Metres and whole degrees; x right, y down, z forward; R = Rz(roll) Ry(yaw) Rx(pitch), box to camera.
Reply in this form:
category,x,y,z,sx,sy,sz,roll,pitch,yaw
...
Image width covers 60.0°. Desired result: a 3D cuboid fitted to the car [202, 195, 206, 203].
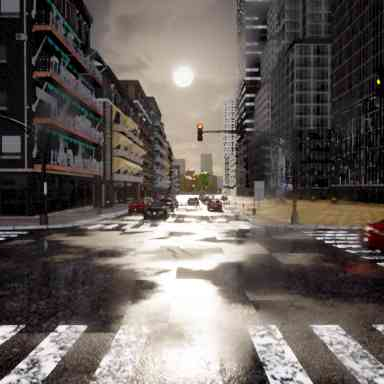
category,x,y,z,sx,sy,sz,roll,pitch,yaw
car,2.788,1.536,63.583,2.008,1.369,4.403,-1,0,0

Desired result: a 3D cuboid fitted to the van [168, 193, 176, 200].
category,x,y,z,sx,sy,sz,roll,pitch,yaw
van,-5.499,1.329,91.789,1.690,1.788,3.998,-1,0,0

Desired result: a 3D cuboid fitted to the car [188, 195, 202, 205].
category,x,y,z,sx,sy,sz,roll,pitch,yaw
car,0.234,1.549,59.616,1.994,1.385,4.181,0,0,0

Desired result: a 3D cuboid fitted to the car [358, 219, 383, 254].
category,x,y,z,sx,sy,sz,roll,pitch,yaw
car,8.438,1.475,11.426,5.008,1.535,1.882,0,1,0

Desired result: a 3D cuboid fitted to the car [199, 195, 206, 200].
category,x,y,z,sx,sy,sz,roll,pitch,yaw
car,2.851,1.514,91.999,1.752,1.417,4.829,-1,0,0

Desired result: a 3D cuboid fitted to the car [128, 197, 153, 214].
category,x,y,z,sx,sy,sz,roll,pitch,yaw
car,-5.623,1.532,35.300,1.887,1.381,4.507,-1,0,0

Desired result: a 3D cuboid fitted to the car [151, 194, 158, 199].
category,x,y,z,sx,sy,sz,roll,pitch,yaw
car,-5.612,1.426,40.949,1.967,1.590,4.097,-1,0,0

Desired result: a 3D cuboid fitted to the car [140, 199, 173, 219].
category,x,y,z,sx,sy,sz,roll,pitch,yaw
car,-3.035,1.553,29.073,1.994,1.385,4.181,0,0,0

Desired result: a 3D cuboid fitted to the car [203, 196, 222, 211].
category,x,y,z,sx,sy,sz,roll,pitch,yaw
car,2.737,1.531,40.988,1.887,1.381,4.507,-1,0,0

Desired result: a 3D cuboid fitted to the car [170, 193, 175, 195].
category,x,y,z,sx,sy,sz,roll,pitch,yaw
car,-5.512,1.302,86.141,2.192,1.841,5.009,-1,0,0

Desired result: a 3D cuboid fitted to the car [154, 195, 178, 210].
category,x,y,z,sx,sy,sz,roll,pitch,yaw
car,-3.008,1.492,38.983,1.837,1.490,4.892,0,0,0

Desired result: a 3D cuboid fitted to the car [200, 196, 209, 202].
category,x,y,z,sx,sy,sz,roll,pitch,yaw
car,2.813,1.531,74.882,1.887,1.381,4.507,-1,0,0
